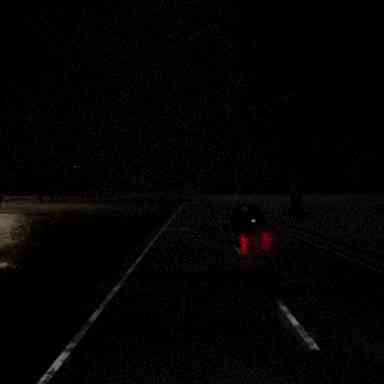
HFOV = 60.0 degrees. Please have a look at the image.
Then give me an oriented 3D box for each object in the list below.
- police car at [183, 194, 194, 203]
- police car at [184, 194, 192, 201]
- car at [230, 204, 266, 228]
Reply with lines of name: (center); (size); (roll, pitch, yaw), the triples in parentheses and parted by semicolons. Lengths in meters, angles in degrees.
police car: (-0.999, 1.517, 71.103); (1.930, 1.638, 5.238); (0, 0, 0)
police car: (-0.988, 1.467, 87.103); (1.930, 1.638, 5.238); (0, 0, 0)
car: (3.629, 1.519, 21.870); (1.812, 1.442, 4.674); (0, 0, 0)
